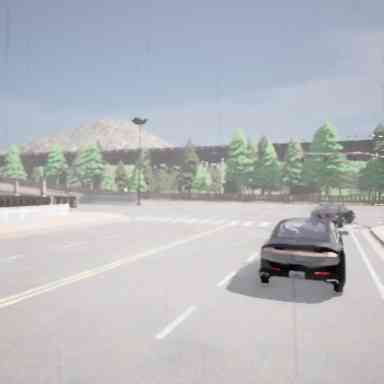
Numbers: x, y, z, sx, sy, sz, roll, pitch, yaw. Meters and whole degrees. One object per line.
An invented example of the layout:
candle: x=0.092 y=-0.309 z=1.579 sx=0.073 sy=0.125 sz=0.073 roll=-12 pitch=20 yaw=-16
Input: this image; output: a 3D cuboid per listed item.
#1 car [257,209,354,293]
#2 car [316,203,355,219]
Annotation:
car: x=3.058 y=1.447 z=8.934 sx=2.128 sy=1.511 sz=4.902 roll=1 pitch=0 yaw=23
car: x=9.288 y=1.458 z=21.862 sx=2.033 sy=1.411 sz=5.357 roll=1 pitch=1 yaw=36
